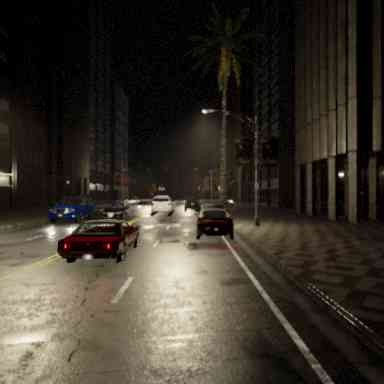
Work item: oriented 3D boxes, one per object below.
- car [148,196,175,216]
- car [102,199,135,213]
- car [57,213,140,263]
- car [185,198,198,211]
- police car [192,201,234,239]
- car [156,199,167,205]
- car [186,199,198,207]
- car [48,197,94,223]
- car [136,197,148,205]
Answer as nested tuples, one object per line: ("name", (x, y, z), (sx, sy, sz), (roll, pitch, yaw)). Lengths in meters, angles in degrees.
("car", (-3.156, 1.471, 36.458), (2.150, 2.045, 5.566), (0, 0, 0))
("car", (-6.599, 1.690, 29.401), (2.128, 1.511, 4.902), (0, 0, 0))
("car", (-3.152, 1.681, 12.290), (1.895, 1.301, 4.718), (0, 0, 0))
("car", (0.069, 1.668, 45.627), (2.097, 1.767, 4.553), (0, -1, 0))
("police car", (1.136, 1.546, 18.202), (1.930, 1.638, 5.238), (0, 0, 0))
("car", (-6.507, 2.073, 70.635), (1.895, 1.301, 4.718), (0, 0, 0))
("car", (-0.006, 1.979, 60.862), (2.033, 1.411, 5.357), (0, 0, 0))
("car", (-9.855, 1.408, 27.695), (2.150, 2.045, 5.566), (0, 0, 1))
("car", (-9.757, 2.077, 68.424), (1.895, 1.301, 4.718), (0, 0, 0))
